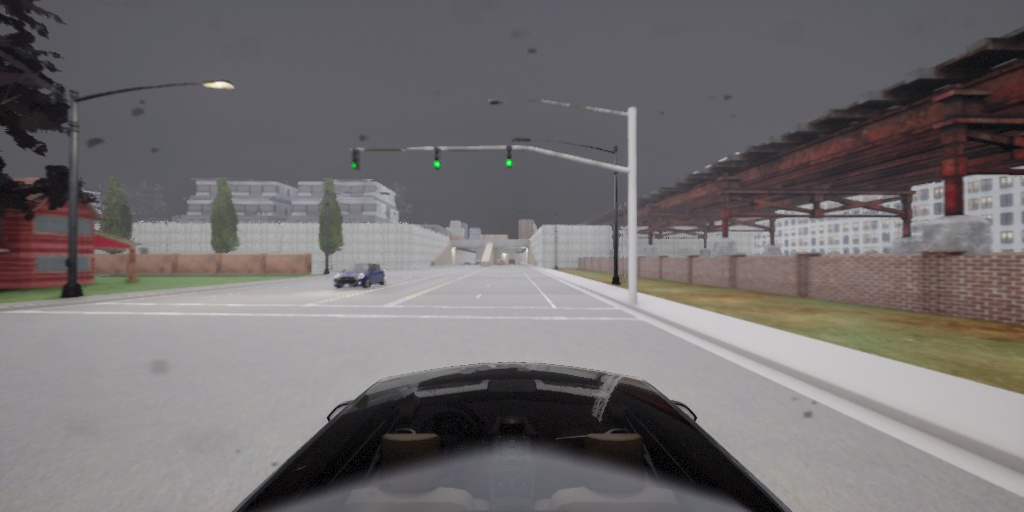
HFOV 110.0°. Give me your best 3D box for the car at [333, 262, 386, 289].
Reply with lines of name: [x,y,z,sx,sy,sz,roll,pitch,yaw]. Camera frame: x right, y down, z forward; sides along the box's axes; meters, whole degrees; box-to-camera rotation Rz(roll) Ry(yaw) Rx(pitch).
car: [-10.511,1.295,25.017,2.097,1.767,4.553,0,0,0]
